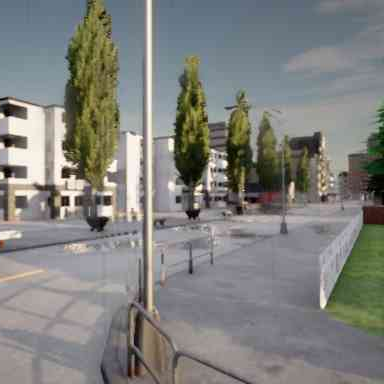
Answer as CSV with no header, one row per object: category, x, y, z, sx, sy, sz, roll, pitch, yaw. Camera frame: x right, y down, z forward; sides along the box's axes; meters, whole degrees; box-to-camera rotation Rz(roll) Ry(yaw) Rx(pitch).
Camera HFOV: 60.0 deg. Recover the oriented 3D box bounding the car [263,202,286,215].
car,10.257,2.025,41.153,1.837,1.490,4.892,-1,-1,29
